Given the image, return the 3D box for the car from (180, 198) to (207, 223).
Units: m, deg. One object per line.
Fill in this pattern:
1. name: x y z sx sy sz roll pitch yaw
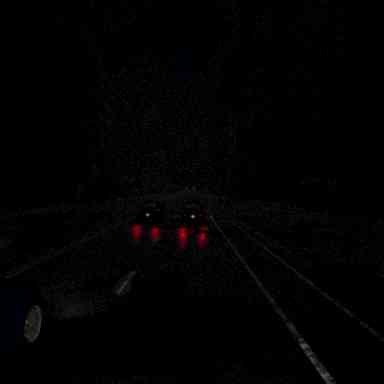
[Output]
1. car: 0.095 1.442 24.470 1.812 1.442 4.674 0 0 1

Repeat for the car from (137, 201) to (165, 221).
1. car: -3.149 1.438 25.889 1.812 1.442 4.674 0 0 0

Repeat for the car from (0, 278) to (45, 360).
1. car: -3.152 1.512 3.170 1.812 1.442 4.674 0 0 0
